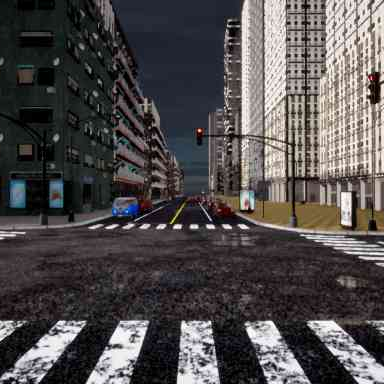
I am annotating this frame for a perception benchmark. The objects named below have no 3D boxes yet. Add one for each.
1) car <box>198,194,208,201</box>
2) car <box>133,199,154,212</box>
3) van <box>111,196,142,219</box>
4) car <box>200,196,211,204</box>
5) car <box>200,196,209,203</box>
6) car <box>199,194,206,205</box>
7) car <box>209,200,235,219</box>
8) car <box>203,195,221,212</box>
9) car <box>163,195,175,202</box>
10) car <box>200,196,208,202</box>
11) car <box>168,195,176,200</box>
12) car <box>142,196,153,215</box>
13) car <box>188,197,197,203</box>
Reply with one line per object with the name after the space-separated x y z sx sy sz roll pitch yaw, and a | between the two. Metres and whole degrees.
2.734 1.376 83.683 2.192 1.841 5.009 0 0 0 | car
-5.667 1.561 39.467 1.887 1.381 4.507 0 0 0 | car
-5.670 1.352 28.411 1.690 1.788 3.998 0 0 0 | van
2.726 1.592 67.100 2.008 1.369 4.403 0 0 0 | car
2.728 1.592 72.627 1.887 1.381 4.507 0 0 0 | car
2.722 1.469 56.044 1.967 1.590 4.097 0 0 0 | car
2.709 1.592 28.406 1.802 1.307 4.206 0 0 0 | car
2.715 1.457 39.462 1.967 1.590 4.097 0 0 0 | car
-5.649 1.494 78.159 1.967 1.590 4.097 0 0 0 | car
2.730 1.636 78.155 1.802 1.307 4.206 0 0 0 | car
-5.643 1.643 94.742 1.947 1.339 4.313 0 0 0 | car
-5.667 1.329 33.939 2.192 1.841 5.009 0 0 0 | car
0.129 1.645 69.709 1.895 1.301 4.718 0 0 0 | car
